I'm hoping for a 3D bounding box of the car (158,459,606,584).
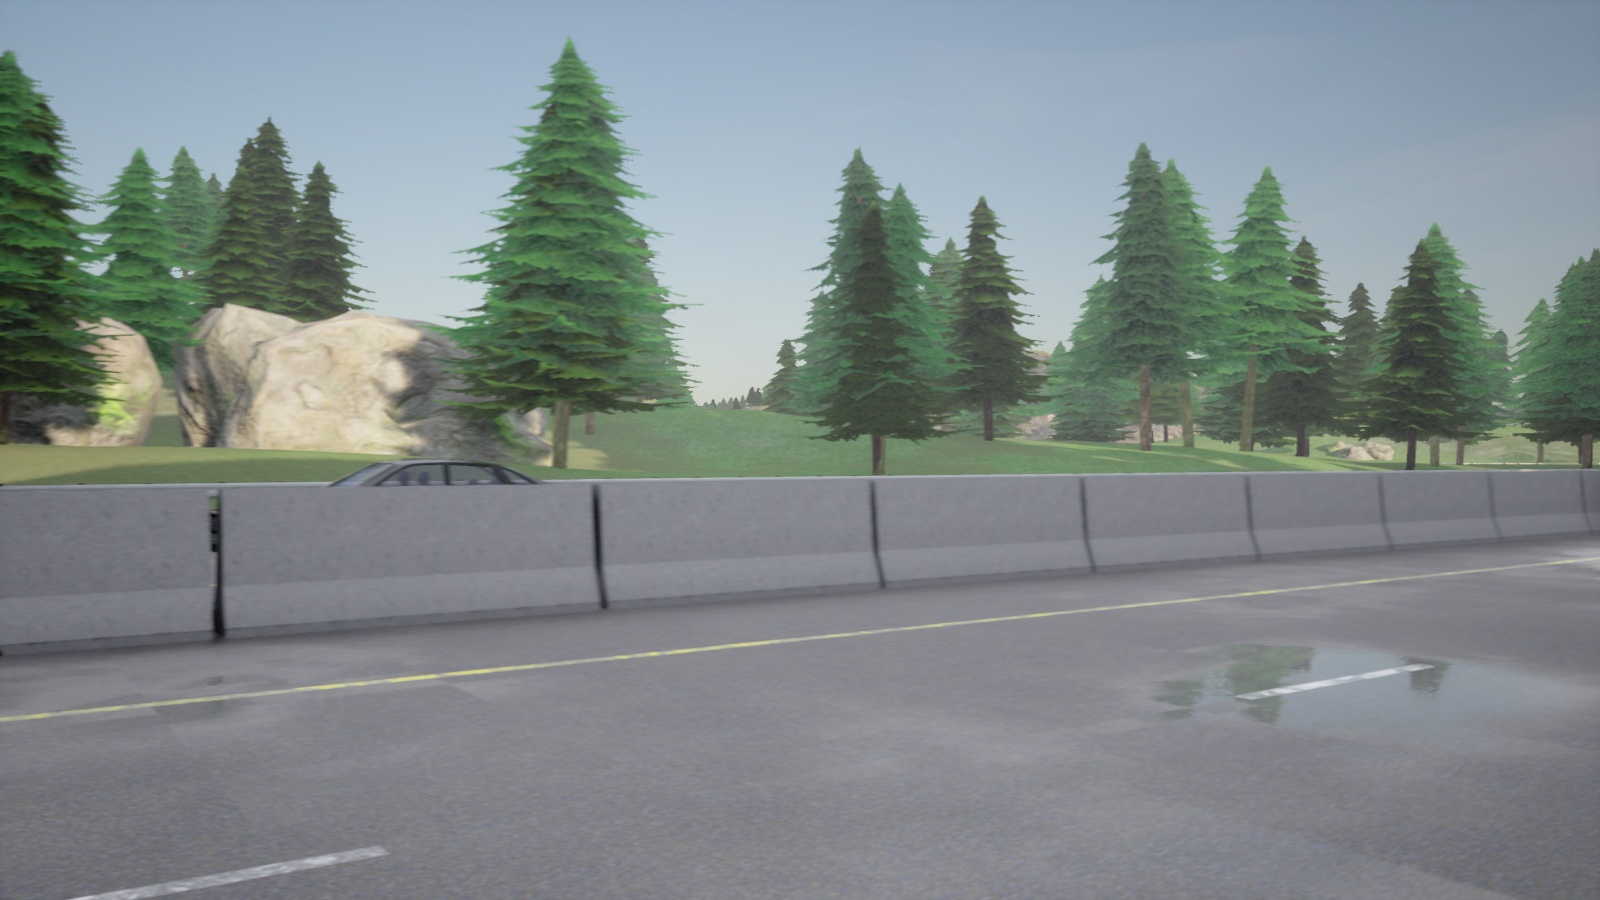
[{"bbox_3d":[-5.496,0.846,16.891,5.357,1.411,2.033,0,0,-35],"label":"car"}]
